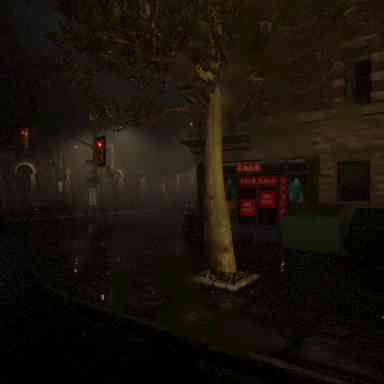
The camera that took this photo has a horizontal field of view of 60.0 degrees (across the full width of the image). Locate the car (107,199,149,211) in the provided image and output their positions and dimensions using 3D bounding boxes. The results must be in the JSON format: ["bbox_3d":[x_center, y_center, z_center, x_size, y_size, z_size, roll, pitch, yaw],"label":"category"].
[{"bbox_3d":[-7.466,1.601,40.018,1.895,1.301,4.718,0,0,36],"label":"car"}]

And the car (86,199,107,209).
[{"bbox_3d":[-11.944,1.595,45.158,1.895,1.301,4.718,0,0,36],"label":"car"}]

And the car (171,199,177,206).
[{"bbox_3d":[-1.394,1.547,48.297,2.033,1.411,5.357,0,0,36],"label":"car"}]

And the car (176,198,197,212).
[{"bbox_3d":[0.962,1.547,37.637,2.033,1.411,5.357,0,0,36],"label":"car"}]

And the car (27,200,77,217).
[{"bbox_3d":[-13.359,1.526,31.940,1.812,1.442,4.674,0,0,36],"label":"car"}]
